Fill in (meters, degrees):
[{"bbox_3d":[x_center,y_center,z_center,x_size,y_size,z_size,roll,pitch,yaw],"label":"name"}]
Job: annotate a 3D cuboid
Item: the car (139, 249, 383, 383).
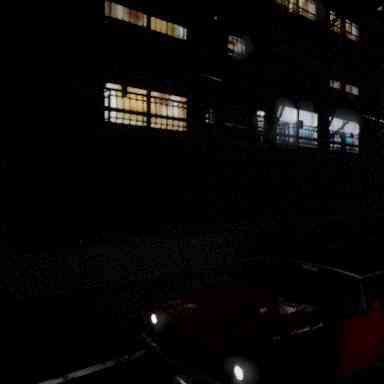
[{"bbox_3d":[1.712,1.579,4.601,4.718,1.301,1.895,0,0,-36],"label":"car"}]
